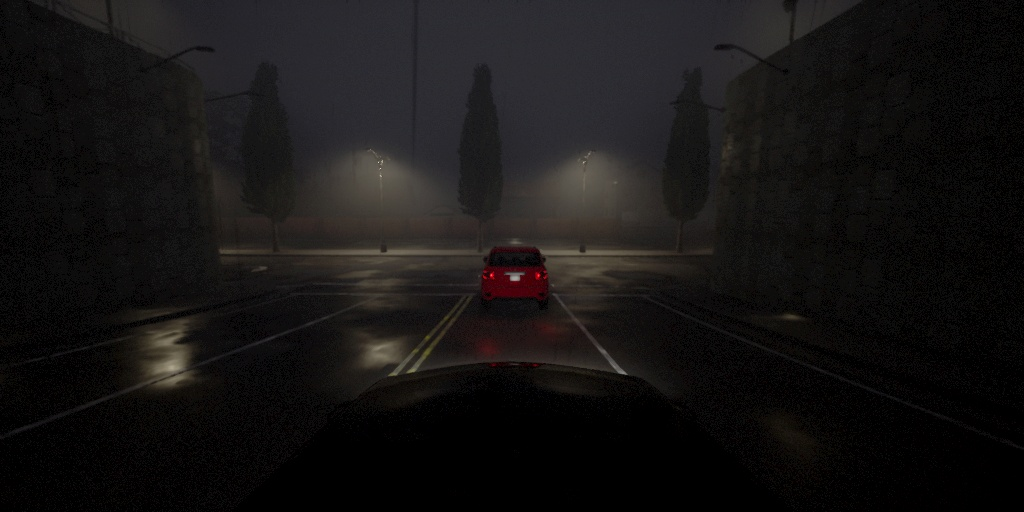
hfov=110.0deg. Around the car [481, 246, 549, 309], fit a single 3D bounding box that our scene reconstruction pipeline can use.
[{"bbox_3d":[0.102,0.643,13.232,2.150,2.045,5.566,0,2,0],"label":"car"}]
